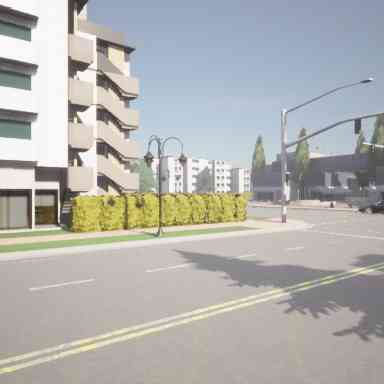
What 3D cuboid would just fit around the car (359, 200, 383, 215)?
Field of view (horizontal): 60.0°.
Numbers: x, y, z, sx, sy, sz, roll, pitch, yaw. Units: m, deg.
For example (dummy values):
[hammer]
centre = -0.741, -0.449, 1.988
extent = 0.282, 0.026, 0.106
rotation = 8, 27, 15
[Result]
[car]
centre = 19.186, 1.506, 32.819
extent = 4.892, 1.490, 1.837
rotation = 0, 4, 33
